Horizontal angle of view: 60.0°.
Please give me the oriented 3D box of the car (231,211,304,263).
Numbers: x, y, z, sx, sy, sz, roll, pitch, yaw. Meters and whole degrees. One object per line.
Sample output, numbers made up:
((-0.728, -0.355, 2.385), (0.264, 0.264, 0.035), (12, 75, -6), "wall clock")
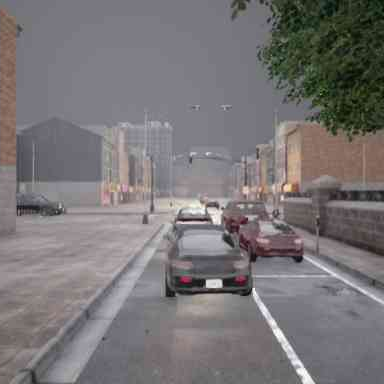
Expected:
((2.633, 1.571, 11.705), (1.802, 1.307, 4.206), (1, 0, 0), "car")

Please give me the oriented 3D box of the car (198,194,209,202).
((2.582, 1.564, 59.896), (1.887, 1.381, 4.507), (1, 0, 0), "car")

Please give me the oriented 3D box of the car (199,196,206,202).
((2.559, 1.652, 81.646), (1.802, 1.307, 4.206), (0, 0, 0), "car")

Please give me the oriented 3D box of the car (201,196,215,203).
((2.599, 1.541, 43.584), (1.887, 1.381, 4.507), (1, 0, 0), "car")

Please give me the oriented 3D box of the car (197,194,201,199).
((2.579, 1.345, 65.334), (2.192, 1.841, 5.009), (1, 0, 0), "car")

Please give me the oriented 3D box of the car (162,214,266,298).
((0.245, 1.517, 8.402), (1.812, 1.442, 4.674), (0, 0, -4), "car")

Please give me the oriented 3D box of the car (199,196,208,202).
((2.565, 1.637, 76.208), (1.802, 1.307, 4.206), (0, 0, 0), "car")

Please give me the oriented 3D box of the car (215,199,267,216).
((2.630, 1.301, 17.154), (2.192, 1.841, 5.009), (1, 0, 0), "car")

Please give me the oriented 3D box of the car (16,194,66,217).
((-13.874, 1.169, 28.701), (5.566, 2.045, 2.150), (0, -1, 0), "car")

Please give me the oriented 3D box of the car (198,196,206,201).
((2.553, 1.636, 87.083), (2.008, 1.369, 4.403), (0, 0, 0), "car")

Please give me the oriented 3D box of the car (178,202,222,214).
((0.061, 1.478, 16.041), (2.128, 1.511, 4.902), (0, 0, 0), "car")
